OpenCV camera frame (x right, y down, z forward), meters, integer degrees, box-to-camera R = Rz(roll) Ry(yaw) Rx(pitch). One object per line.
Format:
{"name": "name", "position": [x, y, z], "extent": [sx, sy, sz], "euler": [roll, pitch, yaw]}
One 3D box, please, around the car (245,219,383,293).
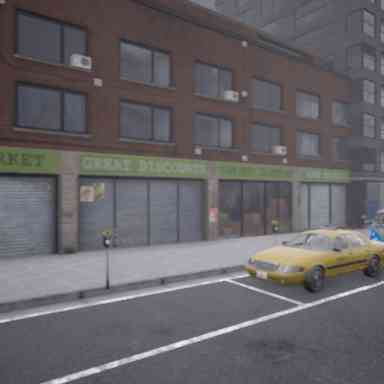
{"name": "car", "position": [3.581, 1.621, 9.101], "extent": [4.829, 1.417, 1.752], "euler": [1, -1, -36]}

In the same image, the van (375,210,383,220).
{"name": "van", "position": [8.265, 1.505, 12.447], "extent": [3.998, 1.788, 1.690], "euler": [1, -1, -36]}
